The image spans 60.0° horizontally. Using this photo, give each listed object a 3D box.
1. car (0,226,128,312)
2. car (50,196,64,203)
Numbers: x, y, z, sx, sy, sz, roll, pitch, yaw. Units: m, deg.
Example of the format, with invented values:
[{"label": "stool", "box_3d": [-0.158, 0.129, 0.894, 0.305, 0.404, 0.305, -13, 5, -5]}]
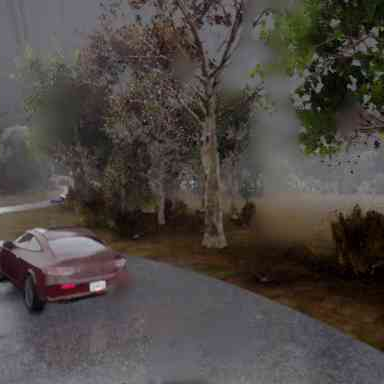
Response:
[{"label": "car", "box_3d": [-3.163, 1.517, 7.742, 1.812, 1.442, 4.674, 0, 0, -40]}, {"label": "car", "box_3d": [-25.203, 1.348, 62.596, 1.994, 1.385, 4.181, -2, 2, -10]}]
